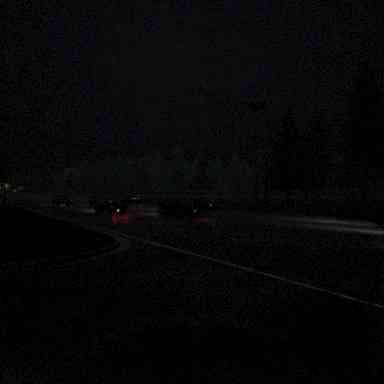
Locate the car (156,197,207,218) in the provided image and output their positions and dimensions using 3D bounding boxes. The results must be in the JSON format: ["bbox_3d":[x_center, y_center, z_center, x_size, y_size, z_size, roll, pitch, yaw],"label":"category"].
[{"bbox_3d":[-1.132,1.351,29.065,1.882,1.535,5.008,0,0,-35],"label":"car"}]

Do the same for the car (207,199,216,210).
[{"bbox_3d":[0.919,1.406,38.417,1.994,1.385,4.181,0,0,-35],"label":"car"}]

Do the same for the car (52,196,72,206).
[{"bbox_3d":[-19.135,1.280,48.986,1.994,1.385,4.181,0,0,-35],"label":"car"}]

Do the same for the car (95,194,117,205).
[{"bbox_3d":[-13.891,1.195,53.714,1.882,1.535,5.008,0,0,-35],"label":"car"}]

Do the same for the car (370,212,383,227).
[{"bbox_3d":[13.539,1.571,20.132,1.895,1.301,4.718,0,0,-35],"label":"car"}]

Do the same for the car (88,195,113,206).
[{"bbox_3d":[-12.716,1.303,45.847,2.033,1.411,5.357,0,0,-35],"label":"car"}]

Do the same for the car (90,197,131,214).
[{"bbox_3d":[-8.236,1.428,33.195,1.895,1.301,4.718,0,0,-35],"label":"car"}]

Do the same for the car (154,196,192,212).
[{"bbox_3d":[-2.237,1.313,36.827,1.882,1.535,5.008,0,0,-35],"label":"car"}]

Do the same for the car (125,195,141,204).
[{"bbox_3d":[-10.050,1.222,54.311,2.128,1.511,4.902,0,0,-35],"label":"car"}]
